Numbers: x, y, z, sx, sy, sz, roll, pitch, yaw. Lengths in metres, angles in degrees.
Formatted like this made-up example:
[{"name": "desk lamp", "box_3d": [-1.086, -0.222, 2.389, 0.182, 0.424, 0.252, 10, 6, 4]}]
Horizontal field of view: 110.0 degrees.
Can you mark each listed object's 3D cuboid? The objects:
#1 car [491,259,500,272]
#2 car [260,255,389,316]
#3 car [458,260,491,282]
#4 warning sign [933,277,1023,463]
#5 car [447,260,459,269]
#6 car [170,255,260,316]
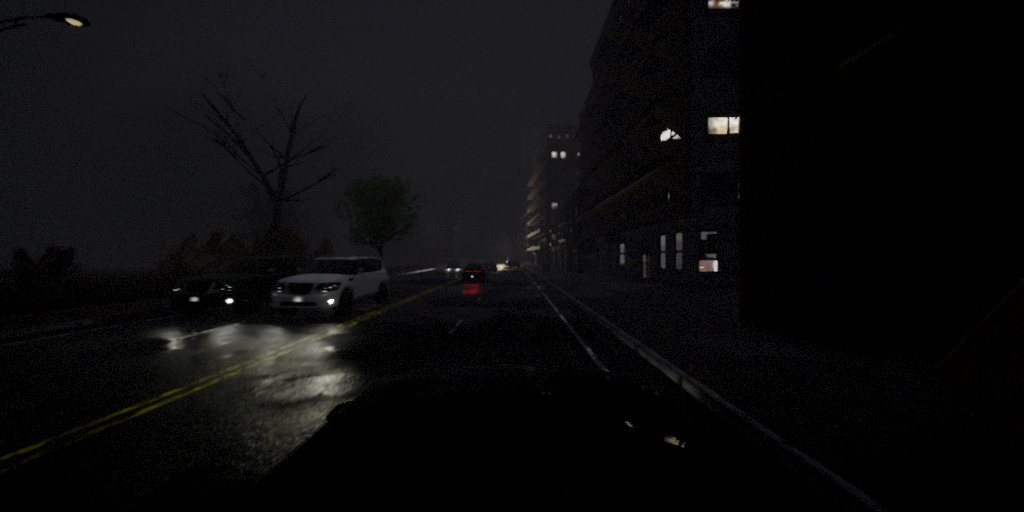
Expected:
[{"name": "car", "box_3d": [-3.065, 1.433, 48.917, 1.994, 1.385, 4.181, 0, 0, 0]}, {"name": "car", "box_3d": [-6.549, 0.994, 13.755, 2.150, 2.045, 5.566, 0, 0, 0]}, {"name": "car", "box_3d": [-3.058, 1.325, 30.175, 1.837, 1.490, 4.892, 0, 0, 1]}, {"name": "warning sign", "box_3d": [2.843, 0.871, 1.886, 1.300, 1.860, 1.060, 0, 0, 0]}, {"name": "car", "box_3d": [-9.924, 1.399, 61.479, 1.837, 1.490, 4.892, 0, 0, -1]}, {"name": "car", "box_3d": [-9.799, 0.989, 13.841, 2.150, 2.045, 5.566, 0, 0, 0]}]
